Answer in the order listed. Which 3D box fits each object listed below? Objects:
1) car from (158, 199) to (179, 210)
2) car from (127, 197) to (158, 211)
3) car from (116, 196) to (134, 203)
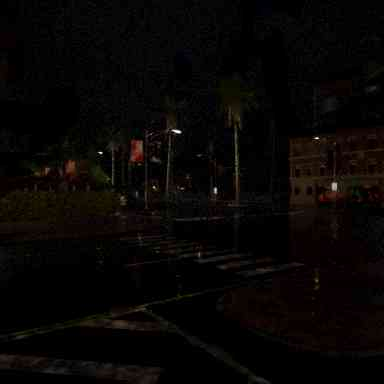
[{"bbox_3d":[-3.771,1.547,42.303,2.033,1.411,5.357,0,0,-35],"label":"car"},{"bbox_3d":[-6.202,1.564,39.675,1.994,1.385,4.181,0,0,-35],"label":"car"},{"bbox_3d":[-13.876,1.522,68.680,1.812,1.442,4.674,0,0,-39],"label":"car"}]
